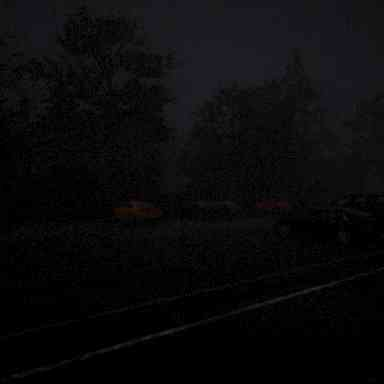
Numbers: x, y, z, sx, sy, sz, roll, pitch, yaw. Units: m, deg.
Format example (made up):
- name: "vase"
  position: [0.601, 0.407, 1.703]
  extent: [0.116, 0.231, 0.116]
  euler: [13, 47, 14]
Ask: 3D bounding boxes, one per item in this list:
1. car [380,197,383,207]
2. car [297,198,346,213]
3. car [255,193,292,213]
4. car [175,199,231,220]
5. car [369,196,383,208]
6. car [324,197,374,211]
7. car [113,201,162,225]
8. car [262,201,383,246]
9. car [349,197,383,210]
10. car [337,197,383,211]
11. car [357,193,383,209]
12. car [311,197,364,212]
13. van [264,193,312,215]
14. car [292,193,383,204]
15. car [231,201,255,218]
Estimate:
- name: "car"
  position: [29.895, 1.464, 47.818]
  extent: [2.002, 1.452, 4.674]
  euler: [0, 0, -36]
- name: "car"
  position: [14.131, 1.413, 36.558]
  extent: [2.002, 1.452, 4.674]
  euler: [0, 0, -36]
- name: "car"
  position: [7.348, 1.234, 31.685]
  extent: [2.185, 1.767, 4.553]
  euler: [0, 0, -35]
- name: "car"
  position: [0.521, 1.366, 26.868]
  extent: [2.097, 1.535, 5.008]
  euler: [0, 0, -35]
- name: "car"
  position: [27.731, 1.414, 46.269]
  extent: [2.097, 1.535, 5.008]
  euler: [0, 0, -36]
- name: "car"
  position: [18.667, 1.385, 39.794]
  extent: [2.097, 1.535, 5.008]
  euler: [0, 0, -36]
- name: "car"
  position: [-4.011, 1.388, 23.632]
  extent: [2.097, 1.535, 5.008]
  euler: [0, 0, -35]
- name: "car"
  position: [5.824, 1.376, 14.575]
  extent: [2.231, 1.521, 4.892]
  euler: [0, 0, -35]
- name: "car"
  position: [23.180, 1.426, 43.059]
  extent: [2.163, 1.488, 4.792]
  euler: [0, 0, -36]
- name: "car"
  position: [20.947, 1.420, 41.393]
  extent: [2.163, 1.488, 4.792]
  euler: [0, 0, -36]
- name: "car"
  position: [25.478, 1.152, 44.631]
  extent: [2.435, 2.045, 5.566]
  euler: [0, 0, -36]
- name: "car"
  position: [16.504, 1.376, 38.028]
  extent: [1.946, 1.575, 5.366]
  euler: [0, 0, -36]
- name: "van"
  position: [9.527, 1.136, 33.419]
  extent: [1.878, 1.987, 4.442]
  euler: [0, 0, -35]
- name: "car"
  position: [8.085, 1.115, 16.227]
  extent: [2.435, 2.045, 5.566]
  euler: [0, 0, -35]
- name: "car"
  position: [2.793, 1.401, 28.482]
  extent: [2.002, 1.452, 4.674]
  euler: [0, 0, -35]
